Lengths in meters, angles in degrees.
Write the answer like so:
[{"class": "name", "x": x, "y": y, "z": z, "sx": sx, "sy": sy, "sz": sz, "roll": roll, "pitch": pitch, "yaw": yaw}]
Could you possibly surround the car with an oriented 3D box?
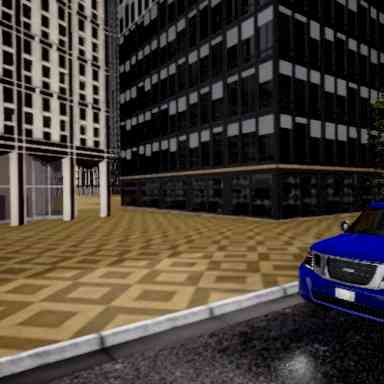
[{"class": "car", "x": 4.514, "y": 1.160, "z": 6.564, "sx": 5.566, "sy": 2.045, "sz": 2.150, "roll": 0, "pitch": 0, "yaw": -36}]
